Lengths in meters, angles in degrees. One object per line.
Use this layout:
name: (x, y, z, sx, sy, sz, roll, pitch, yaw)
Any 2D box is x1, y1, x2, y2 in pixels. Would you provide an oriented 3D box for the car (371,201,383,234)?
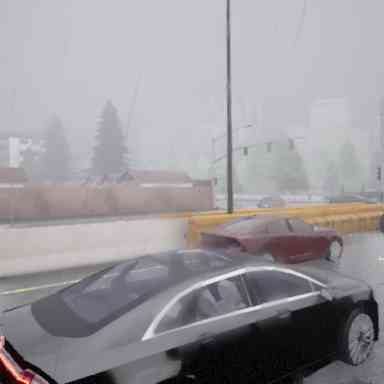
car: (10.751, 1.257, 15.756, 4.892, 1.490, 1.837, -1, 1, -36)

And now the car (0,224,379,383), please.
car: (0.387, 1.457, 4.029, 4.902, 1.511, 2.128, -1, 1, -36)

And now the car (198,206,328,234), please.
car: (2.449, 1.372, 9.807, 5.008, 1.535, 1.882, -1, 0, -36)

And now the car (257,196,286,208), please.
car: (7.709, 1.149, 31.885, 2.128, 1.511, 4.902, 0, 1, 27)

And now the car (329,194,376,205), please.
car: (17.778, 1.007, 36.832, 4.892, 1.490, 1.837, 0, 1, 39)
